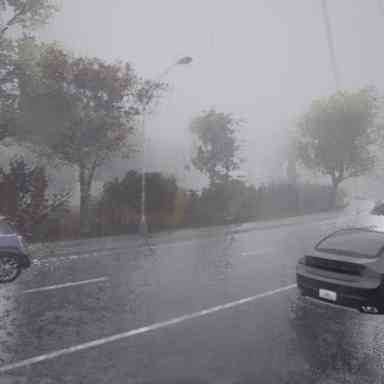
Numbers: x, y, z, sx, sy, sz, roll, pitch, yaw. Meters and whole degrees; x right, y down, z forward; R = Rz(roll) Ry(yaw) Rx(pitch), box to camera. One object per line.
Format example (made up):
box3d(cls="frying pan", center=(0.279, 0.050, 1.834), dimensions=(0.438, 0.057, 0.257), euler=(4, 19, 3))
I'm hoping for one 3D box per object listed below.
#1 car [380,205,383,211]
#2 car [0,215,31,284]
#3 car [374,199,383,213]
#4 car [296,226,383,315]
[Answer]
box3d(cls="car", center=(14.210, 1.628, 21.958), dimensions=(1.895, 1.301, 4.718), euler=(0, 0, 42))
box3d(cls="car", center=(-6.514, 1.389, 8.082), dimensions=(4.553, 1.767, 2.097), euler=(0, 0, -36))
box3d(cls="car", center=(22.000, 1.564, 37.893), dimensions=(1.812, 1.442, 4.674), euler=(0, 0, 33))
box3d(cls="car", center=(4.212, 1.518, 7.270), dimensions=(4.892, 1.490, 1.837), euler=(0, 0, -39))
